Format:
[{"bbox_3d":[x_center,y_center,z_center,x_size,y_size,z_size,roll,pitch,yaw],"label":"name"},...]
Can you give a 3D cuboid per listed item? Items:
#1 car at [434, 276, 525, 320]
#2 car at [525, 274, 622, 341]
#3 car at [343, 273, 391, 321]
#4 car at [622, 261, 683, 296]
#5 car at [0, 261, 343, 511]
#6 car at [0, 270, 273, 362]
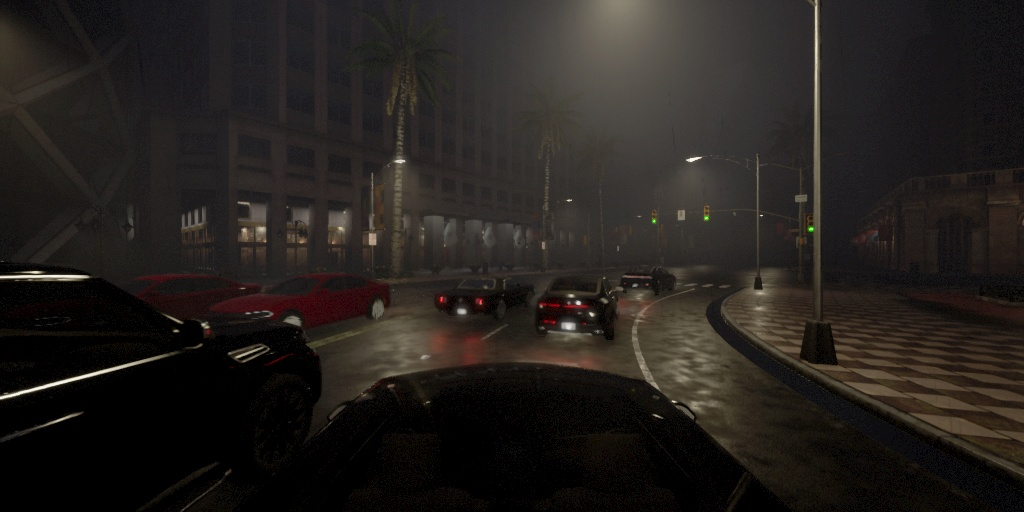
[{"bbox_3d":[-0.681,1.346,12.656,1.895,1.301,4.718,0,0,21],"label":"car"},{"bbox_3d":[1.975,1.250,10.042,1.837,1.490,4.892,0,0,18],"label":"car"},{"bbox_3d":[-5.518,1.229,10.107,1.882,1.535,5.008,0,0,17],"label":"car"},{"bbox_3d":[7.490,1.226,19.535,2.128,1.511,4.902,0,0,36],"label":"car"},{"bbox_3d":[-3.161,0.977,1.524,2.150,2.045,5.566,0,0,1],"label":"car"},{"bbox_3d":[-9.256,1.233,9.411,1.882,1.535,5.008,0,0,14],"label":"car"}]
